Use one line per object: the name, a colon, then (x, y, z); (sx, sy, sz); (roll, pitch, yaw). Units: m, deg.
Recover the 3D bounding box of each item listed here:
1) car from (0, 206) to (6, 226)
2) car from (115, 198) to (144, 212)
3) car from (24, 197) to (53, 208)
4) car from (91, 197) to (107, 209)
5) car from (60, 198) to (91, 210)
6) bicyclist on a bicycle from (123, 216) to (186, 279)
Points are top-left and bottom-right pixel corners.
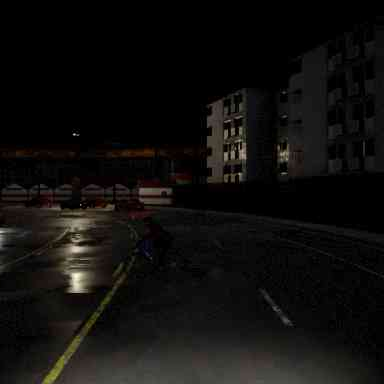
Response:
car: (-13.902, 1.526, 22.674); (1.812, 1.442, 4.674); (0, 0, -23)
car: (-7.383, 1.478, 38.927); (1.882, 1.535, 5.008); (0, 0, -36)
car: (-22.189, 1.477, 47.971); (5.008, 1.535, 1.882); (0, 0, 31)
car: (-13.746, 1.477, 45.979); (5.008, 1.535, 1.882); (0, 0, 42)
car: (-15.142, 1.564, 42.387); (1.994, 1.385, 4.181); (0, 0, -45)
bicyclist on a bicycle: (-0.989, 1.455, 8.719); (1.656, 1.620, 0.582); (-2, 0, -2)
